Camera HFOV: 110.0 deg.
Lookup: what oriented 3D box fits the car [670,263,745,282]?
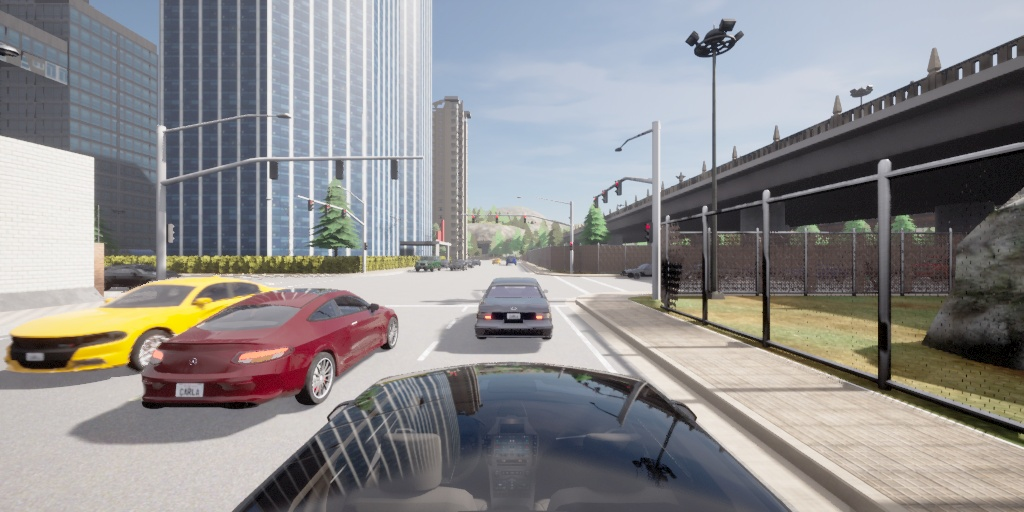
[{"bbox_3d":[15.654,1.297,29.129,4.902,1.511,2.128,0,0,0],"label":"car"}]

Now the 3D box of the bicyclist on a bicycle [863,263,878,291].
[{"bbox_3d":[18.260,1.106,18.157,0.582,1.620,1.656,0,0,0],"label":"bicyclist on a bicycle"}]

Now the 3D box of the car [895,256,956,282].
[{"bbox_3d":[35.224,1.027,29.207,5.566,2.045,2.150,0,0,-1],"label":"car"}]

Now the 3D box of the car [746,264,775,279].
[{"bbox_3d":[22.300,1.406,32.659,4.718,1.301,1.895,0,0,0],"label":"car"}]

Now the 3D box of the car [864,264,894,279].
[{"bbox_3d":[32.226,1.406,32.695,4.718,1.301,1.895,0,0,0],"label":"car"}]

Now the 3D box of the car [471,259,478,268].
[{"bbox_3d":[-7.216,1.241,58.201,2.128,1.511,4.902,0,0,0],"label":"car"}]

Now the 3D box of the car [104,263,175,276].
[{"bbox_3d":[-22.591,1.331,21.776,4.674,1.442,1.812,0,0,0],"label":"car"}]

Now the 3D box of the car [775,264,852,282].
[{"bbox_3d":[24.610,1.331,29.159,4.674,1.442,1.812,0,0,0],"label":"car"}]

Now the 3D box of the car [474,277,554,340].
[{"bbox_3d":[0.076,1.297,9.975,2.033,1.411,5.357,0,0,1],"label":"car"}]

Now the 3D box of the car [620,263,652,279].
[{"bbox_3d":[12.710,1.353,32.616,5.357,1.411,2.033,0,0,0],"label":"car"}]

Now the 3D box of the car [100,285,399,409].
[{"bbox_3d":[-3.451,1.276,6.154,1.812,1.442,4.674,0,0,0],"label":"car"}]

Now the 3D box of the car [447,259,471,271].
[{"bbox_3d":[-7.209,1.255,48.989,1.837,1.490,4.892,0,0,0],"label":"car"}]

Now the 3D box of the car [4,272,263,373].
[{"bbox_3d":[-7.114,1.227,7.839,1.882,1.535,5.008,0,0,0],"label":"car"}]

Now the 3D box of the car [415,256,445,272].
[{"bbox_3d":[-10.660,0.971,46.097,2.150,2.045,5.566,0,0,4],"label":"car"}]

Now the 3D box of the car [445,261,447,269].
[{"bbox_3d":[-10.718,1.297,56.283,2.033,1.411,5.357,0,0,0],"label":"car"}]
